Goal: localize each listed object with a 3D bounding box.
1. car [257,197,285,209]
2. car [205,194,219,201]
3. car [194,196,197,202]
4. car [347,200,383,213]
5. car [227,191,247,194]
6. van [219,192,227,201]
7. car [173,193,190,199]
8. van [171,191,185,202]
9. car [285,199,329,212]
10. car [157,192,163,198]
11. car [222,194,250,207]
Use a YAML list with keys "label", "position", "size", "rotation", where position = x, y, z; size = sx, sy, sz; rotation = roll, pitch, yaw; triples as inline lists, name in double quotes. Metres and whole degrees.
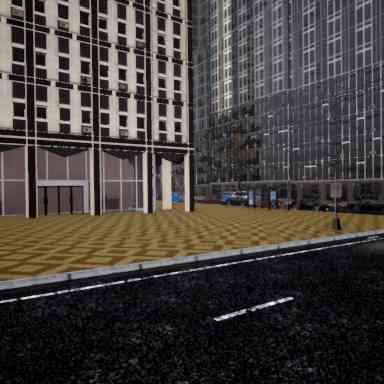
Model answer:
- label: "car"
  position: [9.752, 1.385, 41.348]
  size: [1.802, 1.307, 4.206]
  rotation: [-1, 1, -34]
- label: "car"
  position: [3.986, 1.040, 64.918]
  size: [1.802, 1.307, 4.206]
  rotation: [-1, 1, -34]
- label: "car"
  position: [-0.883, 1.041, 61.900]
  size: [2.128, 1.511, 4.902]
  rotation: [-1, 1, -34]
- label: "car"
  position: [18.368, 1.462, 33.549]
  size: [1.895, 1.301, 4.718]
  rotation: [-1, 1, -36]
- label: "car"
  position: [8.171, 0.923, 48.473]
  size: [2.150, 2.045, 5.566]
  rotation: [-1, 1, -33]
- label: "van"
  position: [7.182, 0.852, 60.215]
  size: [1.690, 1.788, 3.998]
  rotation: [-1, 1, -34]
- label: "car"
  position: [-2.408, 0.933, 74.316]
  size: [1.802, 1.307, 4.206]
  rotation: [0, 1, -34]
- label: "van"
  position: [-2.943, 0.935, 60.202]
  size: [1.690, 1.788, 3.998]
  rotation: [0, 1, -34]
- label: "car"
  position: [12.935, 1.421, 36.637]
  size: [1.947, 1.339, 4.313]
  rotation: [-1, 1, -34]
- label: "car"
  position: [-5.606, 0.612, 79.012]
  size: [2.192, 1.841, 5.009]
  rotation: [0, 1, -34]
- label: "car"
  position: [6.603, 1.317, 46.079]
  size: [1.947, 1.339, 4.313]
  rotation: [-1, 1, -34]
